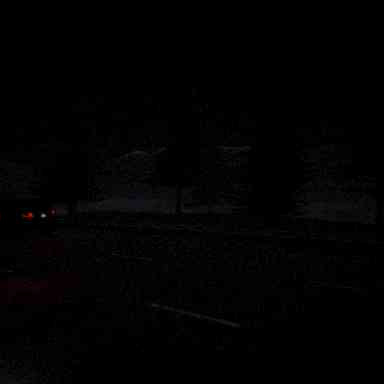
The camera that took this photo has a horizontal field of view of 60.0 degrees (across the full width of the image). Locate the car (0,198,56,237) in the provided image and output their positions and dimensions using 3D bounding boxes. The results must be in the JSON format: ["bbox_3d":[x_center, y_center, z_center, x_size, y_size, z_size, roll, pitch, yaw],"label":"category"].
[{"bbox_3d":[-10.356,1.376,19.154,5.566,2.045,2.150,0,-1,28],"label":"car"}]

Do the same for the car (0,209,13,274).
[{"bbox_3d":[-7.267,1.440,9.073,4.553,1.767,2.097,-1,0,32],"label":"car"}]
